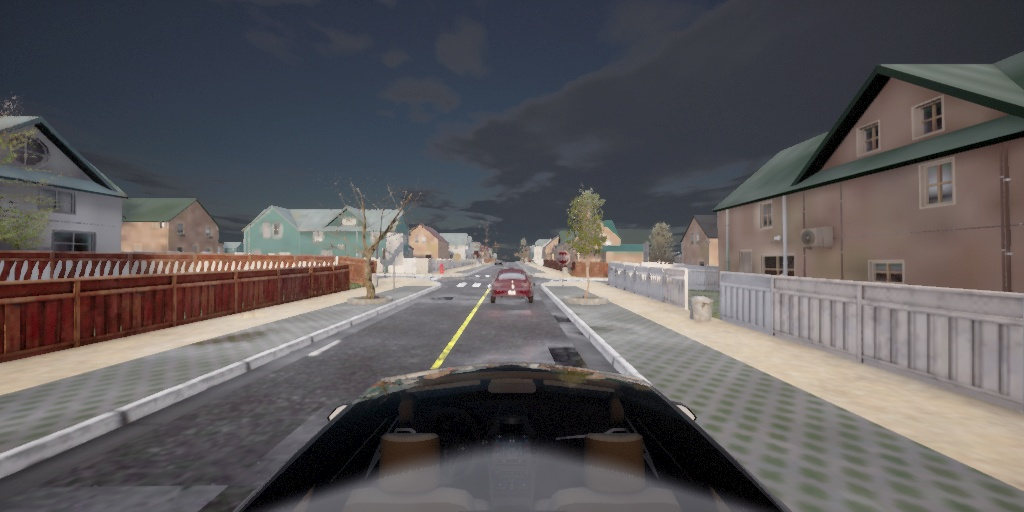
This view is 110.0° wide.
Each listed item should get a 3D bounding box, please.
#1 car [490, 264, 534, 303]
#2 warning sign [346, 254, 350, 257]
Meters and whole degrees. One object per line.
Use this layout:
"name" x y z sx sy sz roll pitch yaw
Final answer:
"car" 0.000 1.294 16.502 1.812 1.442 4.674 0 0 0
"warning sign" -15.789 0.638 34.442 1.060 1.860 1.300 0 0 0
